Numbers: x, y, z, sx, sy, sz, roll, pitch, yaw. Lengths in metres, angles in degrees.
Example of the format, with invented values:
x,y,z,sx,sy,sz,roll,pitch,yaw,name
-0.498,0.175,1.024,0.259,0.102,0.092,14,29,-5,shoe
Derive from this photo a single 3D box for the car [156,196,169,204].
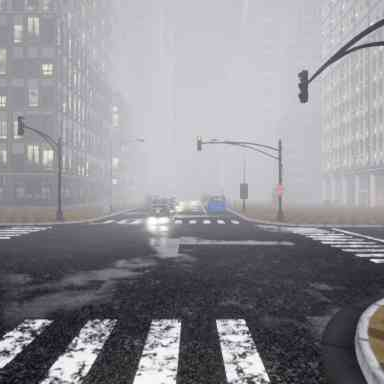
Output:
x,y,z,sx,sy,sz,roll,pitch,yaw,name
-5.585,1.564,63.663,1.947,1.339,4.313,0,0,0,car

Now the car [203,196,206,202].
x,y,z,sx,sy,sz,roll,pitch,yaw,name
2.693,1.544,41.462,1.887,1.381,4.507,0,0,0,car

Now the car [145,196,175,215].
x,y,z,sx,sy,sz,roll,pitch,yaw,name
-3.176,1.491,33.311,2.128,1.511,4.902,0,0,-1,car

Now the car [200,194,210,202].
x,y,z,sx,sy,sz,roll,pitch,yaw,name
2.859,1.311,74.695,2.192,1.841,5.009,0,0,0,car

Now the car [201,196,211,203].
x,y,z,sx,sy,sz,roll,pitch,yaw,name
2.826,1.542,69.155,1.887,1.381,4.507,0,0,0,car

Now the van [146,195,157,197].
x,y,z,sx,sy,sz,roll,pitch,yaw,name
-5.679,1.340,47.045,1.690,1.788,3.998,0,0,0,van

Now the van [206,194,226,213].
x,y,z,sx,sy,sz,roll,pitch,yaw,name
2.752,1.340,35.923,1.690,1.788,3.998,0,0,0,van

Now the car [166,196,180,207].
x,y,z,sx,sy,sz,roll,pitch,yaw,name
-3.044,1.477,53.235,1.882,1.535,5.008,0,0,1,car

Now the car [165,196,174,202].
x,y,z,sx,sy,sz,roll,pitch,yaw,name
-5.491,1.578,80.281,1.802,1.307,4.206,0,0,0,car

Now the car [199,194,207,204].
x,y,z,sx,sy,sz,roll,pitch,yaw,name
2.796,1.313,63.616,2.192,1.841,5.009,0,0,0,car

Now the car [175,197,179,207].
x,y,z,sx,sy,sz,roll,pitch,yaw,name
-3.112,1.547,43.096,2.033,1.411,5.357,0,0,0,car

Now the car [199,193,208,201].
x,y,z,sx,sy,sz,roll,pitch,yaw,name
2.922,1.309,85.773,2.192,1.841,5.009,0,0,0,car

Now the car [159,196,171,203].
x,y,z,sx,sy,sz,roll,pitch,yaw,name
-5.554,1.548,69.201,2.008,1.369,4.403,0,0,0,car
